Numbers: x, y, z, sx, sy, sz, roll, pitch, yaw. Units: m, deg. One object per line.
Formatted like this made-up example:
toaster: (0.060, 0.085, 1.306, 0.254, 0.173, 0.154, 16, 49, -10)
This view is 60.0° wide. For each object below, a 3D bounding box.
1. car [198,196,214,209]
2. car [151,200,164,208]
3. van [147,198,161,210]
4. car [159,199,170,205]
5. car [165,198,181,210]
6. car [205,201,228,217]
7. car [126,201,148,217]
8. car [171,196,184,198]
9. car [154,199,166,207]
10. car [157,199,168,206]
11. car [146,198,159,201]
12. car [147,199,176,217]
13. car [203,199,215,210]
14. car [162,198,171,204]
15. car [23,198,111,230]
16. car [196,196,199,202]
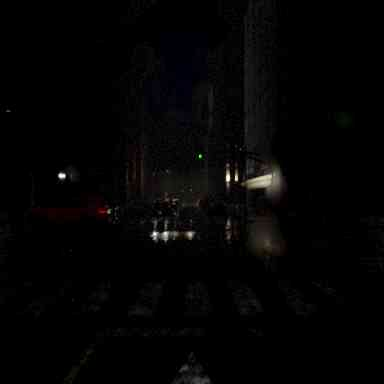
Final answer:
car: (2.586, 1.784, 52.082, 2.192, 1.841, 5.009, 0, 0, 0)
car: (-5.988, 2.092, 57.656, 1.802, 1.307, 4.206, 0, 0, 0)
van: (-5.940, 1.810, 52.013, 1.690, 1.788, 3.998, 0, 0, 0)
car: (-6.130, 2.191, 74.588, 1.947, 1.339, 4.313, 0, 0, 0)
car: (-3.240, 2.020, 52.442, 2.033, 1.411, 5.357, 0, 0, 0)
car: (2.726, 1.904, 35.149, 1.947, 1.339, 4.313, 0, 0, 0)
car: (-5.799, 1.920, 35.079, 1.802, 1.307, 4.206, 0, 0, 0)
car: (-3.318, 2.030, 68.213, 2.128, 1.511, 4.902, 0, 0, 0)
car: (-6.035, 2.100, 63.300, 2.008, 1.369, 4.403, 0, 0, 0)
car: (-6.083, 2.154, 68.944, 1.947, 1.339, 4.313, 0, 0, 0)
car: (-5.893, 1.866, 46.368, 1.967, 1.590, 4.097, 0, 0, 0)
car: (-3.132, 1.830, 35.250, 2.128, 1.511, 4.902, 0, 0, 0)
car: (2.679, 1.928, 40.793, 1.887, 1.381, 4.507, 0, 0, 0)
car: (-6.177, 2.205, 80.233, 1.887, 1.381, 4.507, 0, 0, 0)
car: (-8.278, 1.395, 22.383, 5.566, 2.045, 2.150, 1, -1, 0)
car: (2.444, 1.903, 69.013, 2.192, 1.841, 5.009, 0, 0, 0)
